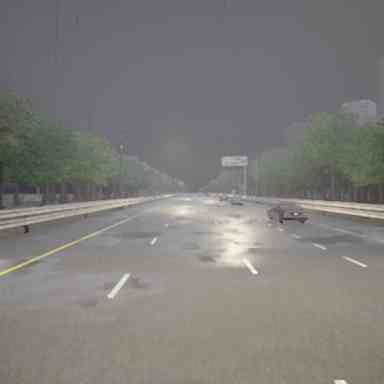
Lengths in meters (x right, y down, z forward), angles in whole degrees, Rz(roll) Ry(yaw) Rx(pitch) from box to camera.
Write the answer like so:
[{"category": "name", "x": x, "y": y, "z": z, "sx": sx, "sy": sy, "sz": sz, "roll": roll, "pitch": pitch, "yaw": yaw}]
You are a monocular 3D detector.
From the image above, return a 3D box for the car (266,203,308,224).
[{"category": "car", "x": 7.033, "y": 1.555, "z": 24.994, "sx": 2.033, "sy": 1.411, "sz": 5.357, "roll": 0, "pitch": 0, "yaw": 0}]

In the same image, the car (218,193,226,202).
[{"category": "car", "x": 7.324, "y": 1.355, "z": 77.562, "sx": 2.097, "sy": 1.767, "sz": 4.553, "roll": 0, "pitch": 0, "yaw": 0}]

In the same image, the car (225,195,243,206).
[{"category": "car", "x": 7.159, "y": 1.561, "z": 54.587, "sx": 2.033, "sy": 1.411, "sz": 5.357, "roll": 0, "pitch": 0, "yaw": 0}]
